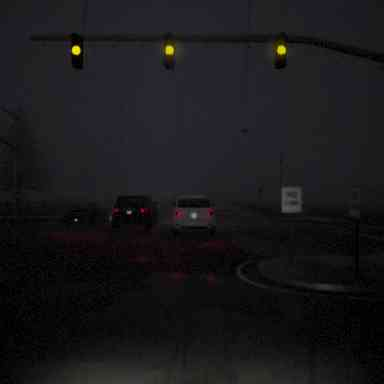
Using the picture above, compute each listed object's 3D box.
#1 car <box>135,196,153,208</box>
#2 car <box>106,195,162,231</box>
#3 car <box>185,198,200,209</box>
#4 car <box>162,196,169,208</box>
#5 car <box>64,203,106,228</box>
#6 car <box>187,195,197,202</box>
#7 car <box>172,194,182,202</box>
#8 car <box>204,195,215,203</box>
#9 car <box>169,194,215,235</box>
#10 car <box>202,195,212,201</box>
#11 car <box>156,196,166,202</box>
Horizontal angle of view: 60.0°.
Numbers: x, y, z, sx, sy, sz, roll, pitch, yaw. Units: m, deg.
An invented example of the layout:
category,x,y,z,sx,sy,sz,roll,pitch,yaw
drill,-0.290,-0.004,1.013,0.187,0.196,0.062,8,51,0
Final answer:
category,x,y,z,sx,sy,sz,roll,pitch,yaw
car,-6.908,1.429,48.695,1.882,1.535,5.008,0,0,0
car,-3.403,1.201,20.695,2.150,2.045,5.566,0,0,0
car,0.091,1.555,45.634,1.895,1.301,4.718,0,0,0
car,-3.409,1.516,47.681,1.994,1.385,4.181,0,0,0
car,-6.904,1.469,22.222,2.128,1.511,4.902,0,0,0
car,-0.012,1.449,76.566,2.128,1.511,4.902,0,0,0
car,-3.512,1.279,76.952,2.097,1.767,4.553,0,0,0
car,3.490,1.437,66.150,1.837,1.490,4.892,0,0,0
car,0.096,1.203,18.790,2.150,2.045,5.566,0,0,0
car,3.488,1.373,76.569,2.033,1.411,5.357,0,0,0
car,-7.012,1.519,76.595,1.895,1.301,4.718,0,0,0
